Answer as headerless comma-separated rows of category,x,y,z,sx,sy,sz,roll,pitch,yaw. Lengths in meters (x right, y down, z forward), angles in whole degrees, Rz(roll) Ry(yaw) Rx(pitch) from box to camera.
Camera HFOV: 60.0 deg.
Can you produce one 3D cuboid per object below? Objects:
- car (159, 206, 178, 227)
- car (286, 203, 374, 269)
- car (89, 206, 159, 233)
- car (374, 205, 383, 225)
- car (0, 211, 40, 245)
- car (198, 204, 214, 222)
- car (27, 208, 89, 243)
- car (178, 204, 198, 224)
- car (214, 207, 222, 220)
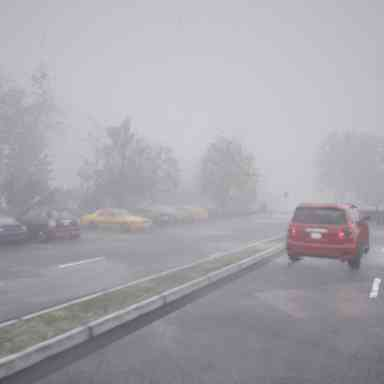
car,-3.861,1.885,25.113,4.792,1.488,2.163,0,-1,32
car,5.183,1.417,12.292,2.150,2.045,5.566,0,0,32
car,-5.138,1.821,22.657,5.366,1.575,1.946,0,-1,32
car,14.442,1.777,27.063,1.882,1.535,5.008,0,0,33
car,-9.664,1.758,15.740,4.674,1.452,2.002,0,-1,32
car,-0.920,1.901,29.766,5.008,1.535,2.097,0,-1,32
car,-8.180,1.634,18.071,4.553,1.767,2.185,0,-1,32
car,-2.386,1.879,27.435,4.892,1.521,2.231,0,-1,32
car,0.538,1.922,32.103,4.892,1.521,2.231,0,-1,32
